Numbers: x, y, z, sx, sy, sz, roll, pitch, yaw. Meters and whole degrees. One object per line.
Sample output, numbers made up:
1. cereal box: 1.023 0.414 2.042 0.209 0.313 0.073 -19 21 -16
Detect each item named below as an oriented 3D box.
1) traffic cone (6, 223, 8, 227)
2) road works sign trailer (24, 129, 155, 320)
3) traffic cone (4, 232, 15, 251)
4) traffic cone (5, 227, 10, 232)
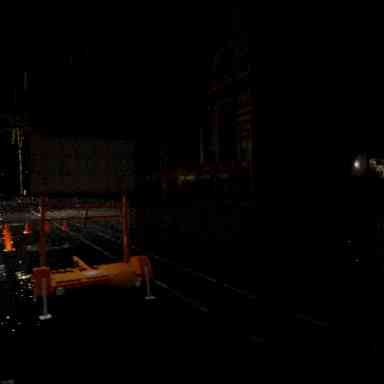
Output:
1. traffic cone: -9.120 1.989 16.477 0.340 0.580 0.340 -1 0 -30
2. road works sign trailer: -2.454 0.454 7.626 2.380 3.560 2.880 -1 0 -30
3. traffic cone: -7.124 1.980 13.011 0.340 0.580 0.340 -1 0 -30
4. traffic cone: -8.122 1.985 14.744 0.340 0.580 0.340 -1 0 -30
